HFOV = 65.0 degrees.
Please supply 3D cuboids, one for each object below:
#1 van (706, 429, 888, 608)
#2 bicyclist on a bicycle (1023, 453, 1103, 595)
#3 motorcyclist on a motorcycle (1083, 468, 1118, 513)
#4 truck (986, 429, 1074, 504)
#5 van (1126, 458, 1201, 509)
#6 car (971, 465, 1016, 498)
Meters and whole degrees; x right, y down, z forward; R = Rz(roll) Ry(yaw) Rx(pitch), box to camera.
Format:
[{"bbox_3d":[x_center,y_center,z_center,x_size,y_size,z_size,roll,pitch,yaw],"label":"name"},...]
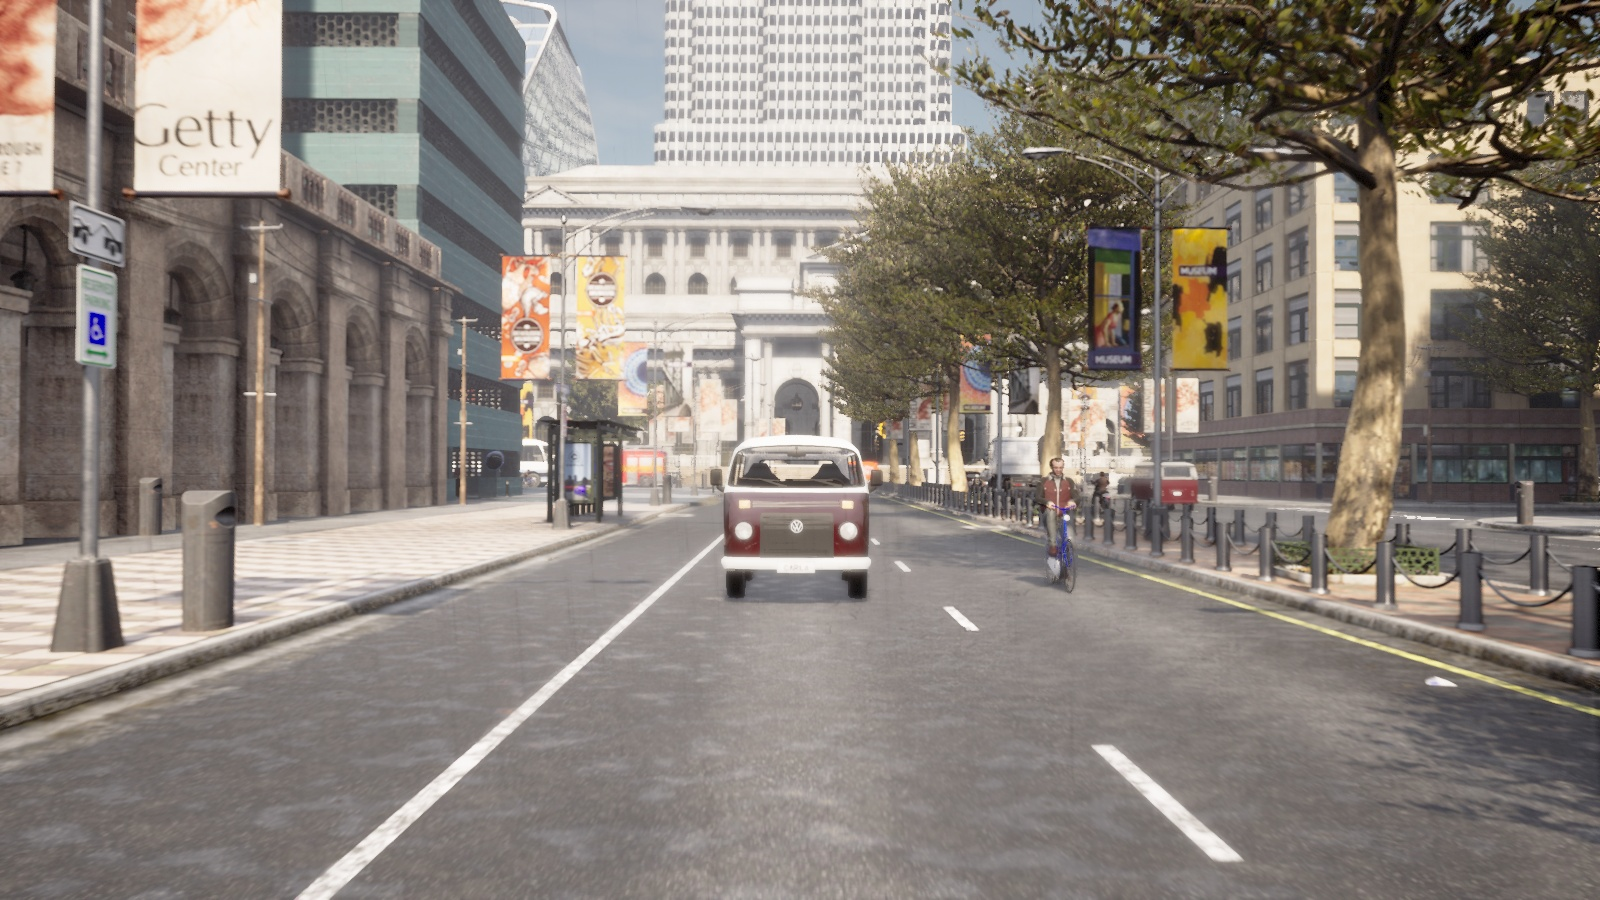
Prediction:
[{"bbox_3d":[-0.042,0.815,16.554,2.069,2.038,4.480,0,-1,0],"label":"van"},{"bbox_3d":[3.459,0.950,16.650,0.659,1.776,1.843,0,-1,0],"label":"bicyclist on a bicycle"},{"bbox_3d":[11.384,1.517,47.608,0.766,1.649,2.350,0,-1,0],"label":"motorcyclist on a motorcycle"},{"bbox_3d":[11.343,0.838,62.745,2.891,3.462,7.936,0,-1,0],"label":"truck"},{"bbox_3d":[14.872,1.371,51.635,1.775,1.987,4.442,0,-1,0],"label":"van"},{"bbox_3d":[11.320,1.822,73.822,1.932,1.855,4.605,0,-1,0],"label":"car"}]
